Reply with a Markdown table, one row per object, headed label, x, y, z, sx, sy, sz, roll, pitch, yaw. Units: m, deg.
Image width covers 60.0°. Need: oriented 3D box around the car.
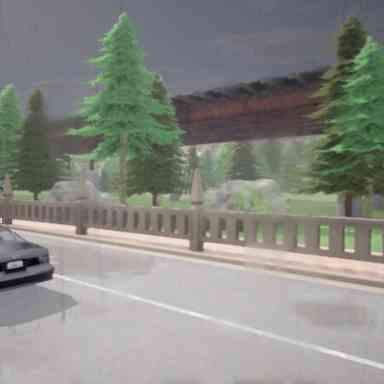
| label | x | y | z | sx | sy | sz | roll | pitch | yaw |
| --- | --- | --- | --- | --- | --- | --- | --- | --- | --- |
| car | -5.462 | 1.418 | 7.886 | 5.357 | 1.411 | 2.033 | 1 | 1 | 35 |
